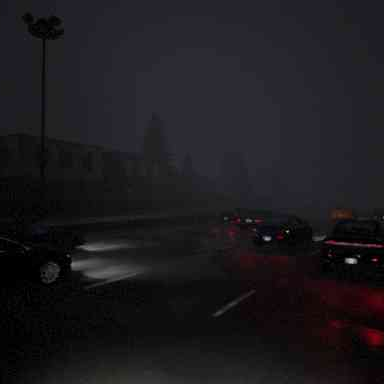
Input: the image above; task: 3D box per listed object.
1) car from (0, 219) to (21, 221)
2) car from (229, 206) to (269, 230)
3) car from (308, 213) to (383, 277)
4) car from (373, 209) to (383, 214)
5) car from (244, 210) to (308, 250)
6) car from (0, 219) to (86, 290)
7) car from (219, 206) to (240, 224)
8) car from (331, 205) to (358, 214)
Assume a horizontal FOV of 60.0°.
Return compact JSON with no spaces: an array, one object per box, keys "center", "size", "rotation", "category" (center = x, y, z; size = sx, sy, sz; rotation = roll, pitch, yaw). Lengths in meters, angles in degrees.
[{"center":[-6.396,1.655,11.702],"size":[2.033,1.411,5.357],"rotation":[0,-1,32],"category":"car"},{"center":[4.817,1.878,22.920],"size":[2.033,1.411,5.357],"rotation":[0,-1,32],"category":"car"},{"center":[5.582,1.674,11.010],"size":[2.128,1.511,4.902],"rotation":[0,-1,32],"category":"car"},{"center":[16.152,2.073,27.769],"size":[1.895,1.301,4.718],"rotation":[0,-1,32],"category":"car"},{"center":[4.321,1.758,15.571],"size":[1.812,1.442,4.674],"rotation":[0,-1,32],"category":"car"},{"center":[-5.005,1.564,7.346],"size":[1.837,1.490,4.892],"rotation":[0,-1,32],"category":"car"},{"center":[3.876,1.914,27.992],"size":[1.812,1.442,4.674],"rotation":[0,-1,32],"category":"car"},{"center":[14.763,1.996,32.127],"size":[1.882,1.535,5.008],"rotation":[0,-1,32],"category":"car"}]
